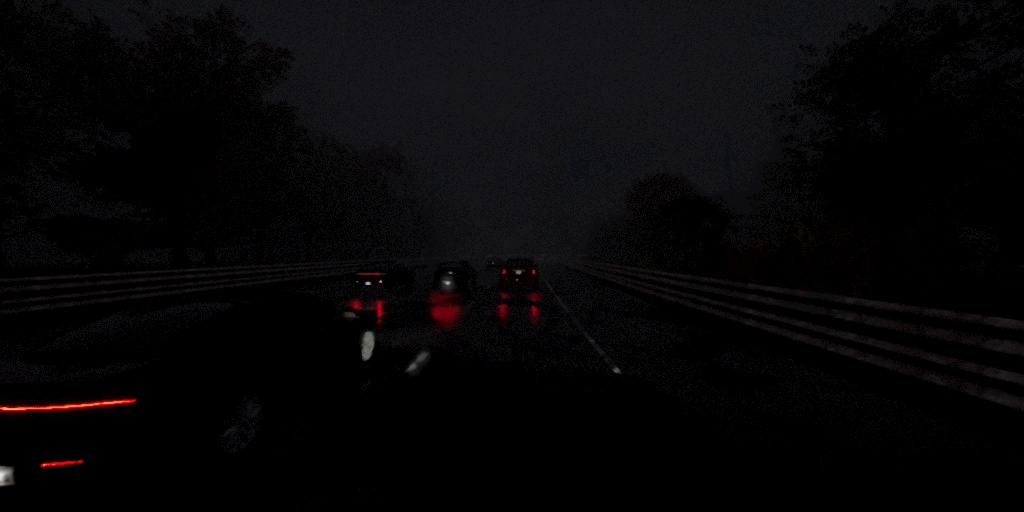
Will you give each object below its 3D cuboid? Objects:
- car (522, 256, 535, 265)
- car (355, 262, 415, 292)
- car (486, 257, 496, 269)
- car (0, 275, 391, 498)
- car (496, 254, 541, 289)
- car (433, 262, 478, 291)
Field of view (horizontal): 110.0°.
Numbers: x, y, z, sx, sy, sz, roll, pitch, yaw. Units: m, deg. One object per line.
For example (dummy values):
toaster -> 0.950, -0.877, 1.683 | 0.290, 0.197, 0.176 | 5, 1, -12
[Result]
car -> 2.671, 0.675, 57.794 | 1.812, 1.442, 4.674 | 0, 1, 5
car -> -6.626, 1.034, 19.150 | 2.128, 1.511, 4.902 | 0, 1, 2
car -> -1.956, 0.841, 43.092 | 2.033, 1.411, 5.357 | 0, 1, 4
car -> -3.474, 1.214, 4.851 | 1.837, 1.490, 4.892 | 0, 1, 1
car -> 0.437, 0.887, 21.055 | 2.097, 1.767, 4.553 | 0, 1, 2
car -> -3.091, 1.045, 20.139 | 1.837, 1.490, 4.892 | 0, 1, 2
